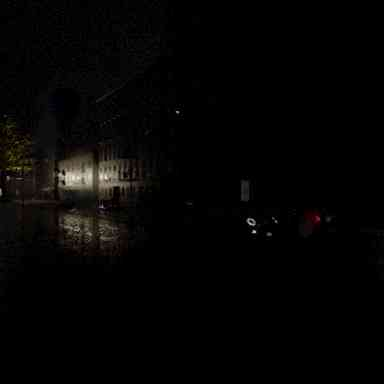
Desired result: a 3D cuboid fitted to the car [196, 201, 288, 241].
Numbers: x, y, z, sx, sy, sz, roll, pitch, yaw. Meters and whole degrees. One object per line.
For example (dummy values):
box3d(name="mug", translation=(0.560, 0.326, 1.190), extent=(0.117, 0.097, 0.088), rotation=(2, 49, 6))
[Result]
box3d(name="car", translation=(2.220, 1.346, 16.937), extent=(2.097, 1.767, 4.553), rotation=(0, 0, -36))

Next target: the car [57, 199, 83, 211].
box3d(name="car", translation=(-15.301, 1.590, 41.457), extent=(2.033, 1.411, 5.357), rotation=(0, 0, -35))

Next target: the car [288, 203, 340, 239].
box3d(name="car", translation=(5.320, 1.361, 17.683), extent=(2.097, 1.767, 4.553), rotation=(0, 0, -36))

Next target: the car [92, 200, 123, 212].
box3d(name="car", translation=(-9.944, 1.599, 38.940), extent=(2.033, 1.411, 5.357), rotation=(0, 0, -36))
